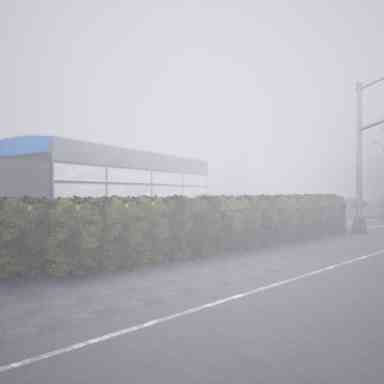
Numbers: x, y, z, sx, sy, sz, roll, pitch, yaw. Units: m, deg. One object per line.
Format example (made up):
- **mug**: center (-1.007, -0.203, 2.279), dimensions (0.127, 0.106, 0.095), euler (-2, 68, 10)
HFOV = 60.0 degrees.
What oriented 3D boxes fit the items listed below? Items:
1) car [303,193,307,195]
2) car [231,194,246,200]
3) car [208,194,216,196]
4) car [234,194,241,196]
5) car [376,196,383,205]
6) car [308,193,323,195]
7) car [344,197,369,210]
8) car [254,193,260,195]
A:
- **car**: center (24.932, 1.077, 72.649), dimensions (3.866, 1.878, 1.905), euler (0, 0, -41)
- **car**: center (12.221, 1.232, 87.059), dimensions (3.806, 1.475, 1.970), euler (0, 0, -41)
- **car**: center (4.481, 1.298, 85.273), dimensions (4.514, 1.523, 2.007), euler (0, 0, -41)
- **car**: center (8.906, 1.298, 63.555), dimensions (4.514, 1.523, 2.007), euler (0, 0, -41)
- **car**: center (31.502, 1.384, 53.928), dimensions (3.806, 1.475, 1.970), euler (0, 0, -41)
- **car**: center (27.130, 1.097, 70.705), dimensions (4.605, 1.855, 1.932), euler (0, 0, -41)
- **car**: center (19.277, 1.339, 39.577), dimensions (4.514, 1.523, 2.007), euler (0, 0, -41)
- **car**: center (16.631, 1.154, 82.385), dimensions (5.027, 1.636, 2.152), euler (0, 0, -41)
